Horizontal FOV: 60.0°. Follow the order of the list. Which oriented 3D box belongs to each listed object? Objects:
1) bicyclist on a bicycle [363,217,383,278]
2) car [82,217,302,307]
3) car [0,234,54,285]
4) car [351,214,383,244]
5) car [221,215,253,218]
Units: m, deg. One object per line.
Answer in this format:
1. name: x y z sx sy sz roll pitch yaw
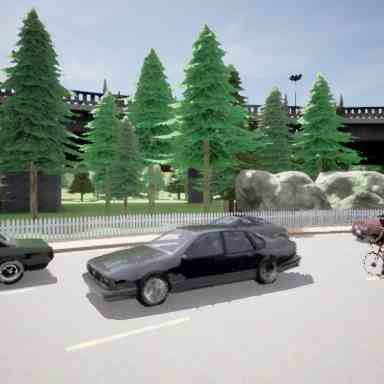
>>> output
1. bicyclist on a bicycle: 5.012 1.455 8.379 0.582 1.620 1.656 0 -2 -24
2. car: 0.243 1.547 8.061 5.357 1.411 2.033 0 0 -31
3. car: -6.020 1.601 8.095 4.718 1.301 1.895 0 0 -32
4. car: 9.748 1.526 15.294 4.674 1.442 1.812 0 0 -10
5. car: 1.611 1.564 12.445 4.181 1.385 1.994 0 0 -25
